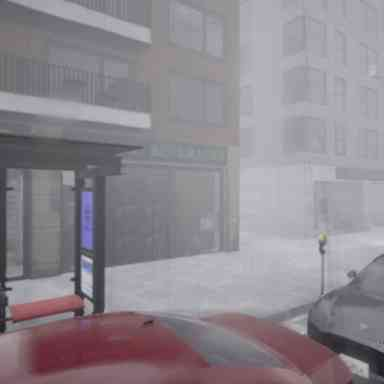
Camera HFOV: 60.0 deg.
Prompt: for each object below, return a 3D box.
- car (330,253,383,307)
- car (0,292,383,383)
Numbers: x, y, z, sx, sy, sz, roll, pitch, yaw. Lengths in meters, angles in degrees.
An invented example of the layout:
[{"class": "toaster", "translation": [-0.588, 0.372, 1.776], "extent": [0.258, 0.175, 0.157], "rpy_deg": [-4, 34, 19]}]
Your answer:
[{"class": "car", "translation": [3.585, 1.568, 4.987], "extent": [4.313, 1.339, 1.947], "rpy_deg": [0, 0, -36]}, {"class": "car", "translation": [-0.909, 1.543, 1.773], "extent": [4.507, 1.381, 1.887], "rpy_deg": [0, 0, -36]}]
